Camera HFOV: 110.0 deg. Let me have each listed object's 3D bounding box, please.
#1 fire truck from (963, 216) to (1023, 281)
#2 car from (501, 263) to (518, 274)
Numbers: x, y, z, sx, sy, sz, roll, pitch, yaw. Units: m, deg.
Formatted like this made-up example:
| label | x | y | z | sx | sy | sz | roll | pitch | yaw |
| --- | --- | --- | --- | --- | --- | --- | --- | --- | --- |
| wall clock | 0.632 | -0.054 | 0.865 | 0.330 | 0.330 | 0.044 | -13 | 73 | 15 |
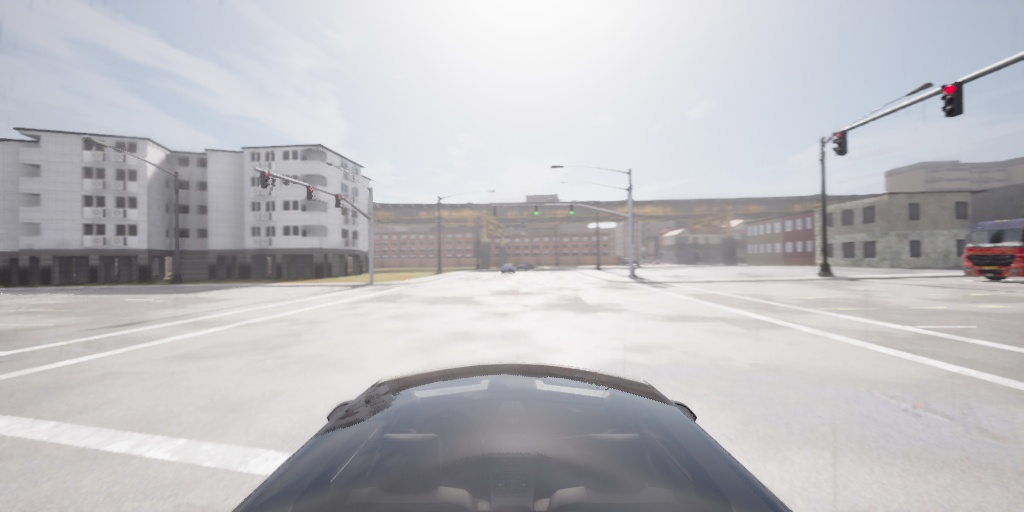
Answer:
| label | x | y | z | sx | sy | sz | roll | pitch | yaw |
| --- | --- | --- | --- | --- | --- | --- | --- | --- | --- |
| fire truck | 31.251 | -0.501 | 20.013 | 8.468 | 3.827 | 2.891 | -2 | -1 | 5 |
| car | -0.512 | 1.750 | 50.653 | 1.812 | 1.442 | 4.674 | -1 | 0 | 4 |
